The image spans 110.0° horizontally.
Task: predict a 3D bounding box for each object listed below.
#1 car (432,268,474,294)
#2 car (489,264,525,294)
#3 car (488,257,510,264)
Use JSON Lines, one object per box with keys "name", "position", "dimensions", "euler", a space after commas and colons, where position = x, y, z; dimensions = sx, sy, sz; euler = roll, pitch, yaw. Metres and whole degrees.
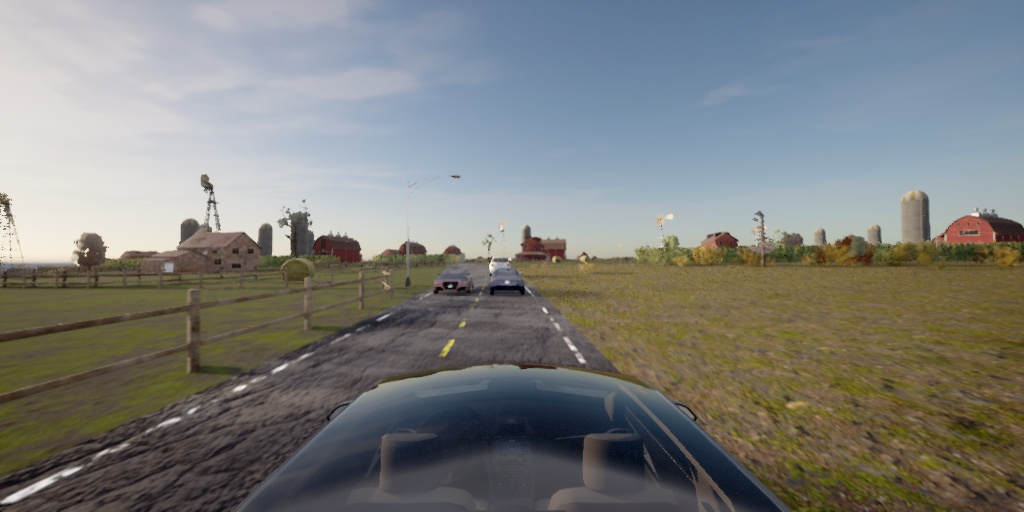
{"name": "car", "position": [-3.251, 1.371, 20.480], "dimensions": [1.994, 1.385, 4.181], "euler": [0, 0, -2]}
{"name": "car", "position": [-0.323, 1.371, 21.008], "dimensions": [1.994, 1.385, 4.181], "euler": [0, 0, -2]}
{"name": "car", "position": [-1.360, 1.101, 39.118], "dimensions": [2.150, 2.045, 5.566], "euler": [0, 0, -4]}
